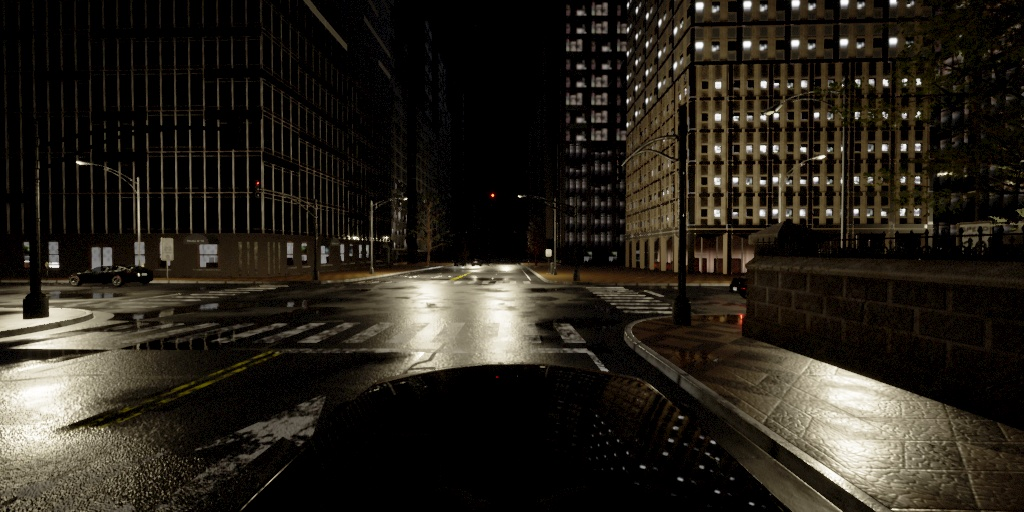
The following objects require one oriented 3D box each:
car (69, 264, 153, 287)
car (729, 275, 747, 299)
[{"bbox_3d":[-25.602,1.208,23.007,4.313,1.339,1.948,0,0,2],"label":"car"},{"bbox_3d":[12.443,1.326,16.216,4.674,1.442,1.812,0,1,2],"label":"car"}]
